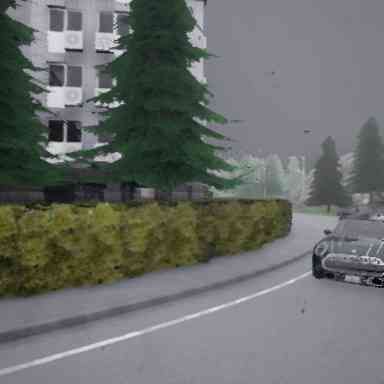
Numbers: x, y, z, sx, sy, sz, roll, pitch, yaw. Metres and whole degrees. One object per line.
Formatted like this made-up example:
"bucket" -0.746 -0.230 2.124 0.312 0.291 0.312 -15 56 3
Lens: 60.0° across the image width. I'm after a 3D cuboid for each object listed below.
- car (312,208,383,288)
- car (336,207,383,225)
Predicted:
"car" 5.098 1.493 9.708 2.097 1.767 4.553 0 -1 36
"car" 14.730 2.021 29.362 1.895 1.301 4.718 0 -1 -2
